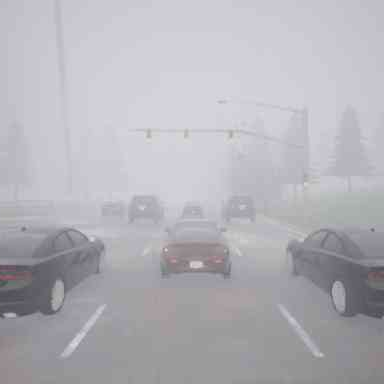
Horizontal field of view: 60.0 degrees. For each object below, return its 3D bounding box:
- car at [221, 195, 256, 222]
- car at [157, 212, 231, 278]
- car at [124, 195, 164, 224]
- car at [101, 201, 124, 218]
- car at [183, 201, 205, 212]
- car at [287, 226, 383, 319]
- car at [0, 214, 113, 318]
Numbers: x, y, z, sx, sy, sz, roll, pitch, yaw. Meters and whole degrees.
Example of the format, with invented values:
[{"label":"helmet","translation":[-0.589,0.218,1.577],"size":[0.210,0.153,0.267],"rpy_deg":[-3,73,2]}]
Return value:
[{"label":"car","translation":[3.601,1.259,26.465],"size":[2.150,2.045,5.566],"rpy_deg":[0,0,0]},{"label":"car","translation":[0.101,1.541,10.092],"size":[1.812,1.442,4.674],"rpy_deg":[0,0,0]},{"label":"car","translation":[-3.399,1.259,25.404],"size":[2.150,2.045,5.566],"rpy_deg":[0,0,0]},{"label":"car","translation":[-6.898,1.536,30.460],"size":[2.128,1.511,4.902],"rpy_deg":[0,0,0]},{"label":"car","translation":[0.102,1.572,31.450],"size":[1.812,1.442,4.674],"rpy_deg":[0,0,0]},{"label":"car","translation":[3.601,1.489,7.454],"size":[1.882,1.535,5.008],"rpy_deg":[0,0,0]},{"label":"car","translation":[-3.400,1.489,7.553],"size":[1.882,1.535,5.008],"rpy_deg":[0,0,0]}]
